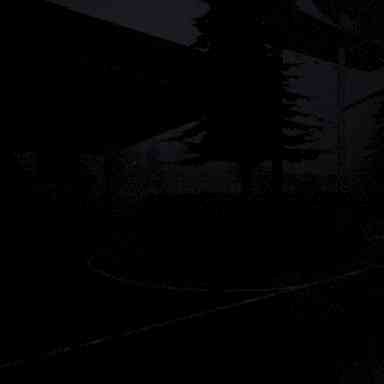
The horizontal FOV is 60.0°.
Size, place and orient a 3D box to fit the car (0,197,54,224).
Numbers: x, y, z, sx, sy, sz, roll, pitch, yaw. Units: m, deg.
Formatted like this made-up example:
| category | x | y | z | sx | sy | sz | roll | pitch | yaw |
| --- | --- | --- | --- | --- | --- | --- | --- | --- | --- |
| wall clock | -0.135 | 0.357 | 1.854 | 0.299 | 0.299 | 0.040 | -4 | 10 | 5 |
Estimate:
| category | x | y | z | sx | sy | sz | roll | pitch | yaw |
| --- | --- | --- | --- | --- | --- | --- | --- | --- | --- |
| car | -11.955 | 1.312 | 23.487 | 3.866 | 1.878 | 1.905 | 0 | 0 | -36 |
